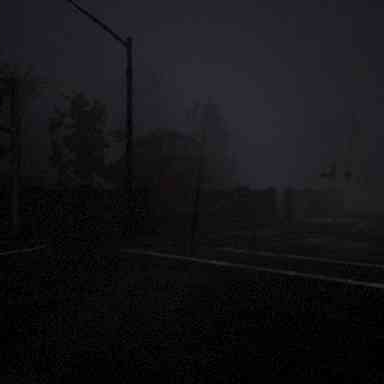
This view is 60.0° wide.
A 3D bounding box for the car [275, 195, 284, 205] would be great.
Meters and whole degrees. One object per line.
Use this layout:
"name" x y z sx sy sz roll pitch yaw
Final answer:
"car" 11.941 1.250 45.575 5.027 1.636 2.152 0 0 34
